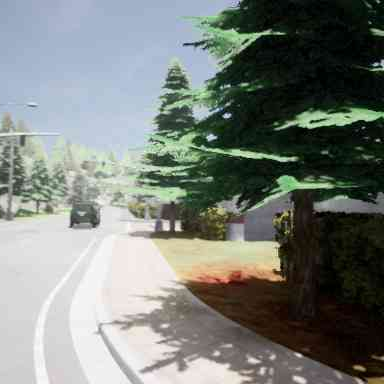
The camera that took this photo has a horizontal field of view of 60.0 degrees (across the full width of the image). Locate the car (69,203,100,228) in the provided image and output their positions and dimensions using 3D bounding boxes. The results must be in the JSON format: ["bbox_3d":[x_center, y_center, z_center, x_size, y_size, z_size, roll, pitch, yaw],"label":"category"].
[{"bbox_3d":[-9.340,1.979,29.247,2.150,2.045,5.566,2,-2,-11],"label":"car"}]
